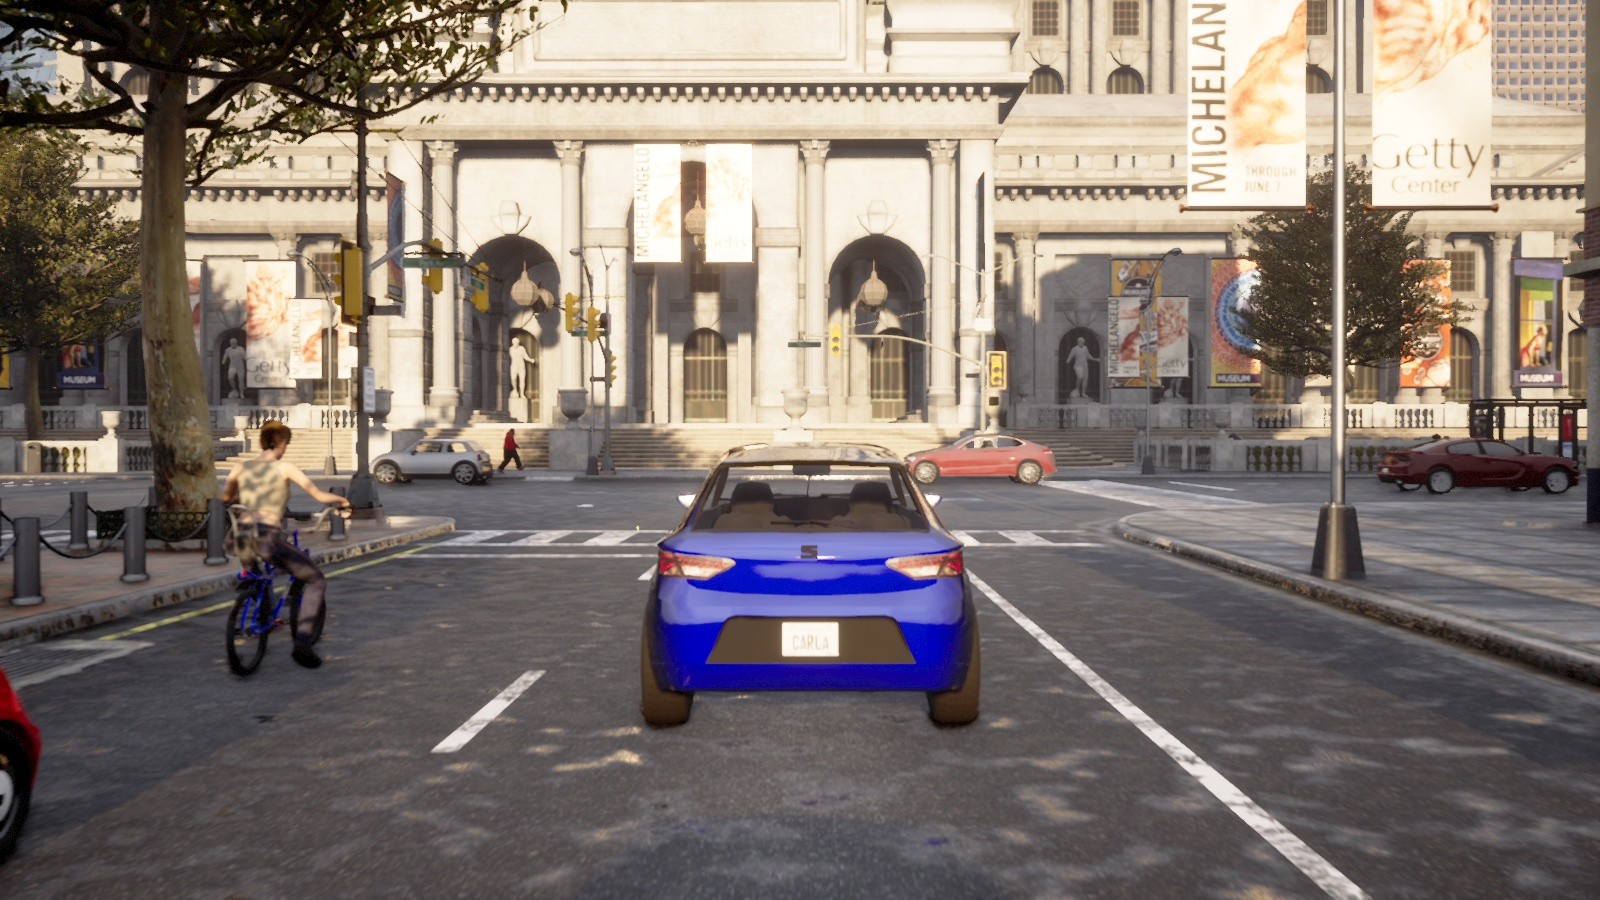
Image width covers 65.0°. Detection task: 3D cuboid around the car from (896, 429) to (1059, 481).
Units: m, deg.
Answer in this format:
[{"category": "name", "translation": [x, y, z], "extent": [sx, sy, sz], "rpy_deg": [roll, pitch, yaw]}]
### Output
[{"category": "car", "translation": [5.720, 0.156, 40.967], "extent": [5.027, 1.651, 2.152], "rpy_deg": [0, 1, 1]}]

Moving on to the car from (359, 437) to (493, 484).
[{"category": "car", "translation": [-12.191, 0.327, 41.141], "extent": [3.806, 1.475, 1.970], "rpy_deg": [0, 1, 1]}]

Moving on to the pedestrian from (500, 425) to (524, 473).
[{"category": "pedestrian", "translation": [-11.189, -0.051, 48.779], "extent": [0.899, 1.844, 0.634], "rpy_deg": [0, 1, -12]}]

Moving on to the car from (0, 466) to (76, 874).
[{"category": "car", "translation": [-3.465, 0.765, 3.602], "extent": [1.481, 1.376, 2.207], "rpy_deg": [0, 1, 0]}]

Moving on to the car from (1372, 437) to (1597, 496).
[{"category": "car", "translation": [18.357, 0.430, 33.847], "extent": [5.008, 1.535, 1.882], "rpy_deg": [0, 1, 1]}]

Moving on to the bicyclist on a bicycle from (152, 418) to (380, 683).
[{"category": "bicyclist on a bicycle", "translation": [-3.489, 0.603, 8.369], "extent": [0.866, 1.612, 1.509], "rpy_deg": [0, 1, 0]}]

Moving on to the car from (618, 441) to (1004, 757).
[{"category": "car", "translation": [0.060, 0.687, 8.000], "extent": [1.816, 1.474, 4.193], "rpy_deg": [0, 1, 0]}]
